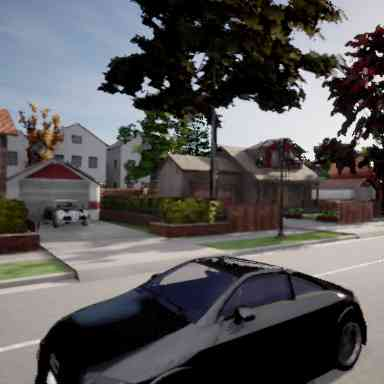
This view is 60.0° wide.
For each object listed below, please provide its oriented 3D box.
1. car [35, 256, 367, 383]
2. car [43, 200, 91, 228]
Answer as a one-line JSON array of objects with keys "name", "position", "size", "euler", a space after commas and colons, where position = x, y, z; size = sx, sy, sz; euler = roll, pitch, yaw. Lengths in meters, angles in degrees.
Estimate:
[{"name": "car", "position": [0.343, 1.583, 4.204], "size": [4.181, 1.385, 1.994], "euler": [1, 0, -35]}, {"name": "car", "position": [-7.329, 1.207, 19.394], "size": [1.970, 1.475, 3.806], "euler": [1, 0, -35]}]
